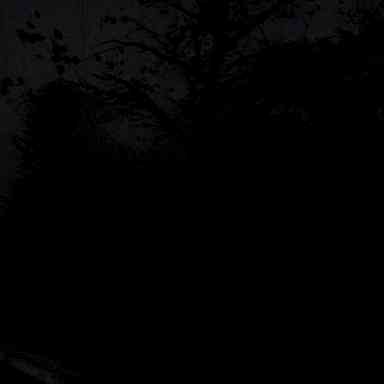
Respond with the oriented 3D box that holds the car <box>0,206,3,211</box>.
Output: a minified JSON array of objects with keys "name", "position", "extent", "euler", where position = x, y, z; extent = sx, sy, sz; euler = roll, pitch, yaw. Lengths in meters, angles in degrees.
[{"name":"car","position":[-31.731,2.916,56.767],"extent":[1.812,1.442,4.674],"euler":[0,-2,-14]}]

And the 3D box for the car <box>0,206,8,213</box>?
[{"name":"car","position":[-37.021,3.284,63.642],"extent":[1.895,1.301,4.718],"euler":[0,-2,-14]}]
